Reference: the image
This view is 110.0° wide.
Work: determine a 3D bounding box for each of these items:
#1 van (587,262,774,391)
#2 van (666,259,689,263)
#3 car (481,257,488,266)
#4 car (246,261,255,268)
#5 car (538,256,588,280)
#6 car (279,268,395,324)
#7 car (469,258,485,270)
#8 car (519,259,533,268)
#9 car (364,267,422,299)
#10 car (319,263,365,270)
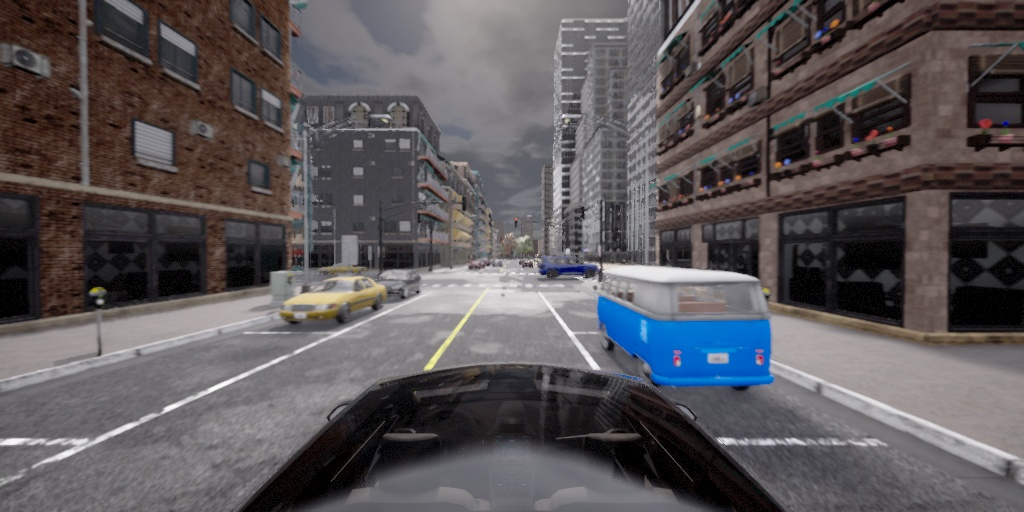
[{"bbox_3d":[2.693,1.097,6.515,1.690,1.789,3.998,0,0,0],"label":"van"},{"bbox_3d":[14.703,1.156,29.529,3.998,1.789,1.690,0,0,0],"label":"van"},{"bbox_3d":[-5.662,1.276,61.598,1.967,1.591,4.097,0,0,0],"label":"car"},{"bbox_3d":[-23.220,1.340,29.486,4.097,1.591,1.967,0,0,0],"label":"car"},{"bbox_3d":[5.092,1.054,32.194,5.566,2.045,2.150,0,1,0],"label":"car"},{"bbox_3d":[-5.685,1.288,12.049,1.751,1.417,4.829,0,0,0],"label":"car"},{"bbox_3d":[-5.664,1.372,55.949,1.888,1.381,4.507,0,0,0],"label":"car"},{"bbox_3d":[2.686,1.381,61.651,1.888,1.381,4.507,0,0,0],"label":"car"},{"bbox_3d":[-5.683,1.321,17.883,2.007,1.370,4.403,0,0,0],"label":"car"},{"bbox_3d":[-17.864,1.300,37.872,4.829,1.417,1.751,0,0,0],"label":"car"}]
